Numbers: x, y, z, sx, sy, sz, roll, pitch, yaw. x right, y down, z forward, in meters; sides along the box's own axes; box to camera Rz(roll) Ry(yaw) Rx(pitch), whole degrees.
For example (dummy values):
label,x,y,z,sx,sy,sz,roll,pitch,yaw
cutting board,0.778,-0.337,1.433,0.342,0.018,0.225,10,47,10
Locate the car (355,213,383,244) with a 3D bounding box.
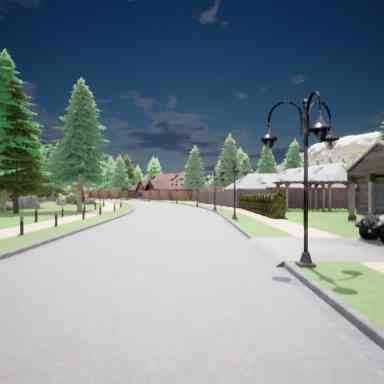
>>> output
label,x,y,z,sx,sy,sz,roll,pitch,yaw
car,8.942,1.155,13.514,3.866,1.878,1.905,0,0,0
